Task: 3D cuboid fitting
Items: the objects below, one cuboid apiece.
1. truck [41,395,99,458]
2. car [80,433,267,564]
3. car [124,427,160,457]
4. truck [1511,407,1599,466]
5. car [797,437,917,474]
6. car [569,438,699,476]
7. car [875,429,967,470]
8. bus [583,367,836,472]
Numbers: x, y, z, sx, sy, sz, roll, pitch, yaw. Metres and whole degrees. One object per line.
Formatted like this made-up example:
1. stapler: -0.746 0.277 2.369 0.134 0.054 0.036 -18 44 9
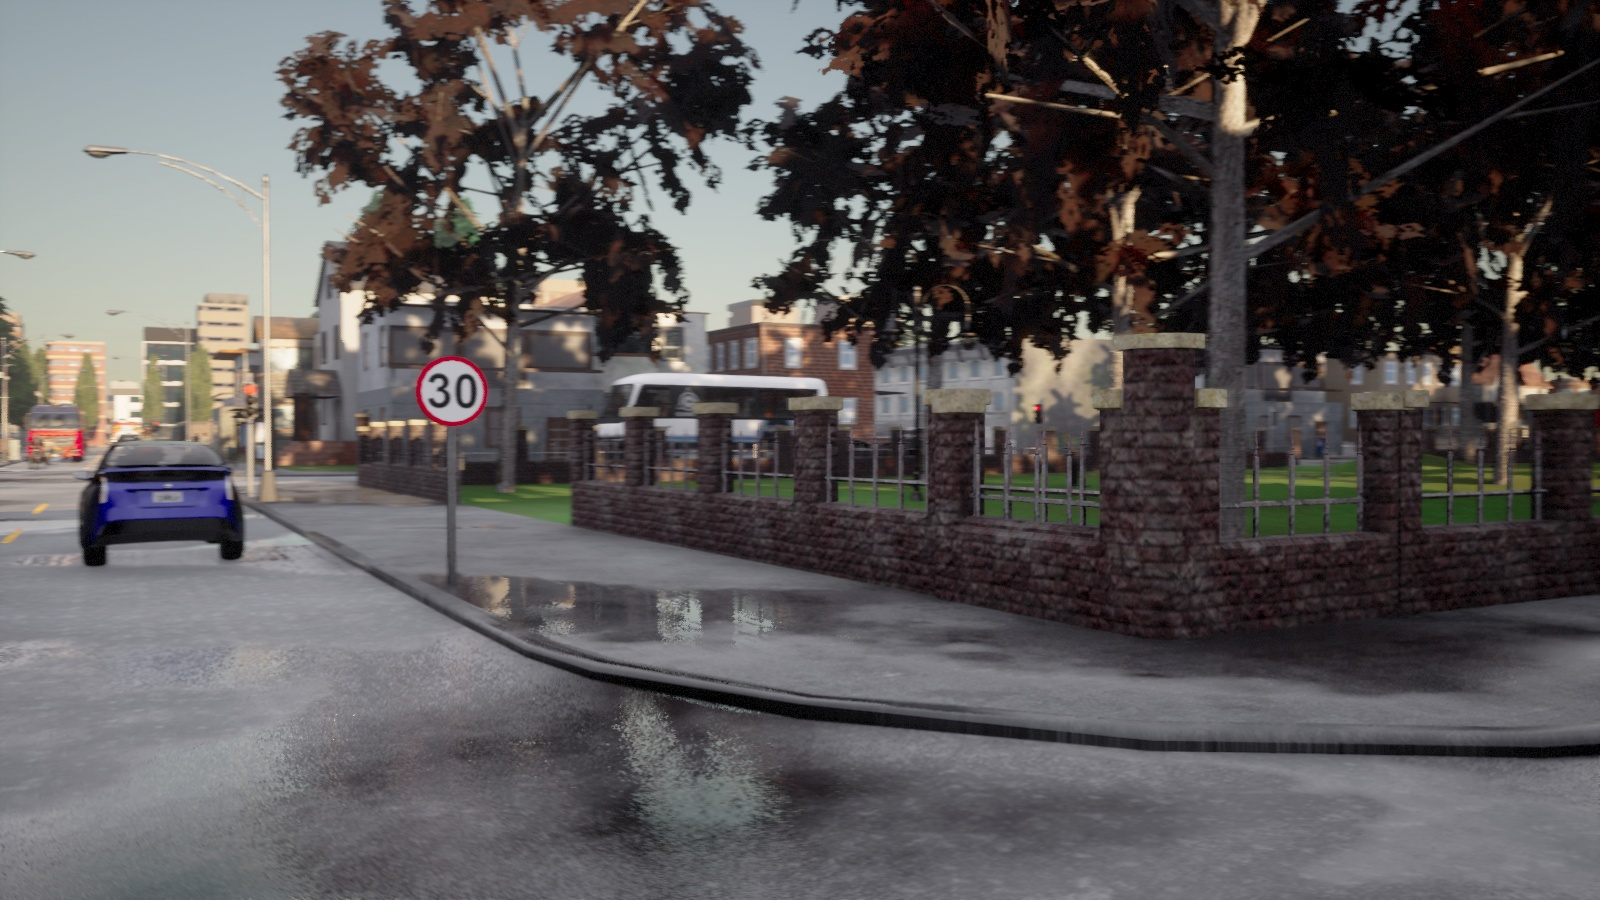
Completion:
1. truck: -46.945 -1.510 80.930 2.891 3.827 8.468 0 1 -28
2. car: -8.569 0.535 17.010 2.007 1.525 4.514 0 1 -29
3. car: -41.618 -0.487 79.418 1.932 1.855 4.605 0 0 -28
4. truck: 47.894 -0.820 77.805 7.936 3.462 2.891 0 1 -28
5. car: 2.451 0.222 53.659 4.892 1.490 1.837 0 1 -31
6. car: -6.456 0.254 48.908 4.674 1.442 1.812 0 1 -31
7. car: 5.722 -0.039 59.532 3.866 1.878 1.905 0 1 -22
8. bus: -3.876 -1.205 54.928 10.273 4.253 3.944 1 0 -28
